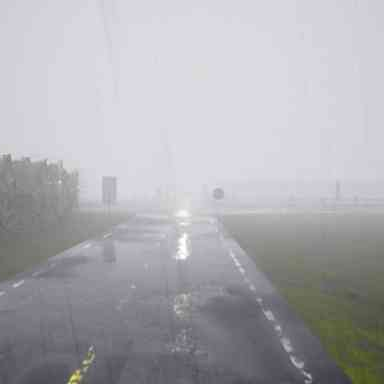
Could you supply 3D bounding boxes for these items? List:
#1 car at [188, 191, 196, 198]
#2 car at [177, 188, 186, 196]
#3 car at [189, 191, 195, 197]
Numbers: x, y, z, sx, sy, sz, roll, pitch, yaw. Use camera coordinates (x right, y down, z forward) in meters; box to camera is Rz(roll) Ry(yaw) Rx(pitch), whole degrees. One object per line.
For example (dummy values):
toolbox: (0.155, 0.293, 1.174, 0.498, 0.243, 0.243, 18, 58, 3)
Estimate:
car: (0.021, 0.836, 84.326, 1.895, 1.301, 4.718, 0, 1, 0)
car: (-2.728, 0.048, 88.428, 2.150, 2.045, 5.566, 0, 1, 0)
car: (0.024, 0.482, 94.297, 1.837, 1.490, 4.892, 0, 1, 0)
